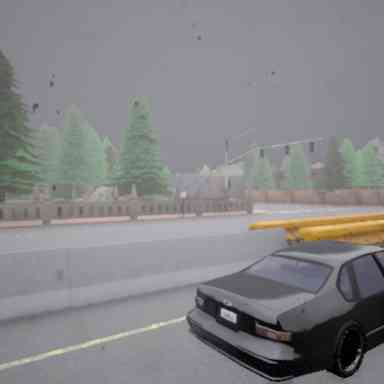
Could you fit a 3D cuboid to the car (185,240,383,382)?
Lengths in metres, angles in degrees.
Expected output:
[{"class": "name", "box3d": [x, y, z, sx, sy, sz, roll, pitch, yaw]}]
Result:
[{"class": "car", "box3d": [2.491, 1.550, 5.512, 5.357, 1.411, 2.033, 0, 0, -35]}]

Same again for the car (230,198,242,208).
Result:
[{"class": "car", "box3d": [5.192, 1.506, 46.697, 2.033, 1.411, 5.357, 0, 0, -35]}]
